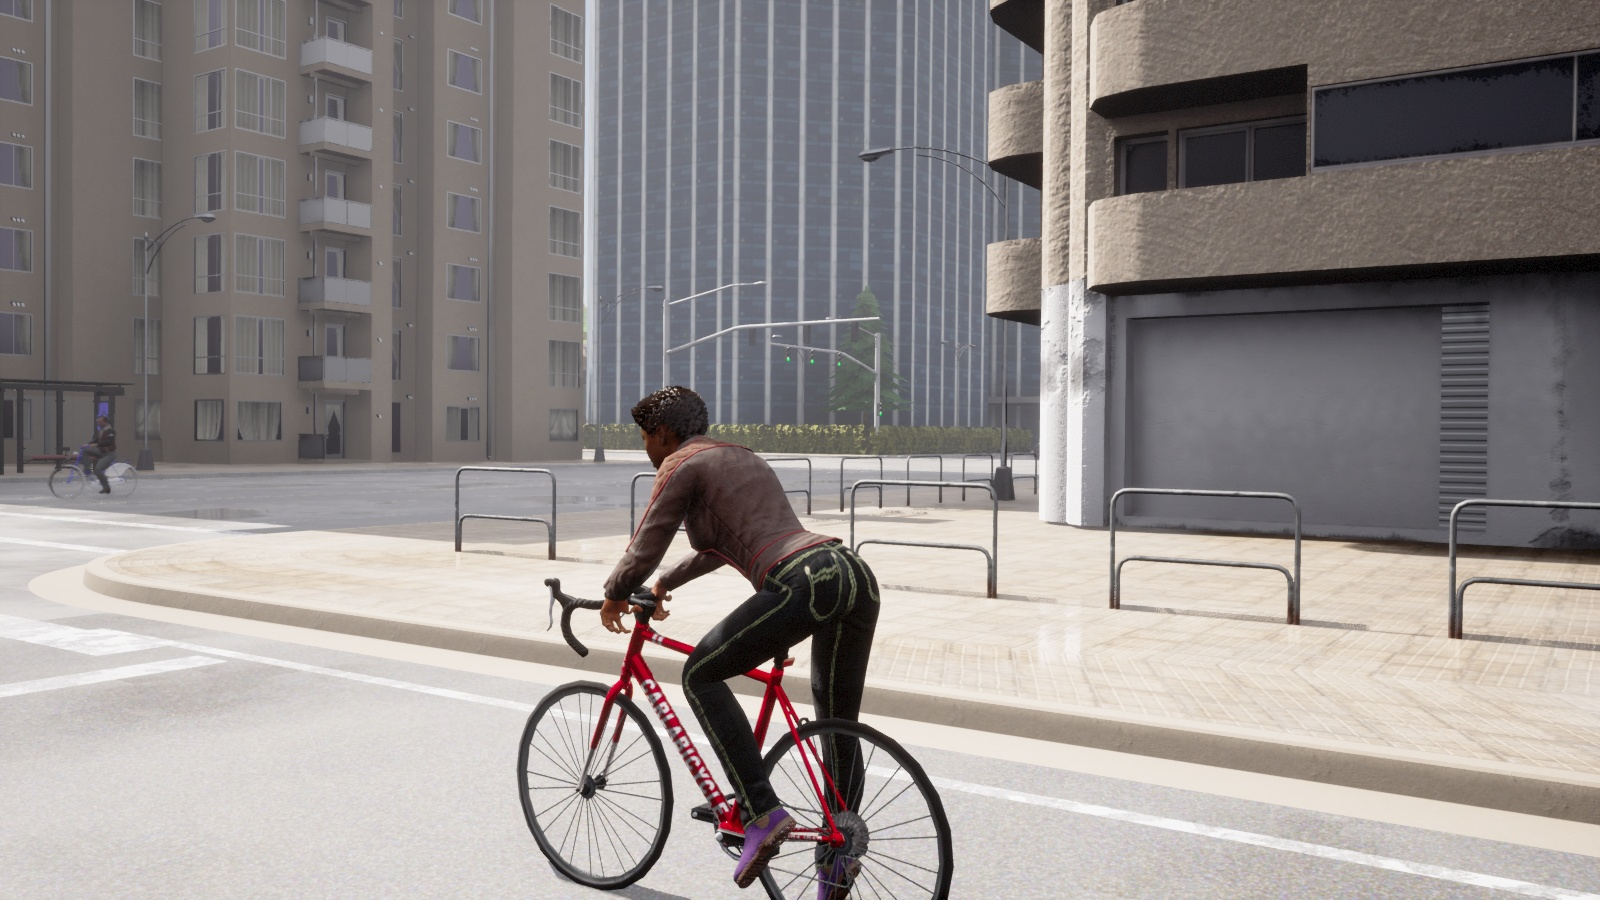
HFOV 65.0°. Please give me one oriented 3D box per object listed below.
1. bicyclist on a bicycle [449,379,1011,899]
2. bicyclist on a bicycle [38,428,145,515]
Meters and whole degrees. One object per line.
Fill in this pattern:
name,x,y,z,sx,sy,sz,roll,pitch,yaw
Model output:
bicyclist on a bicycle,-0.256,0.635,3.795,1.656,1.620,0.582,0,1,34
bicyclist on a bicycle,-14.952,0.431,26.542,0.659,1.776,1.843,0,1,33
